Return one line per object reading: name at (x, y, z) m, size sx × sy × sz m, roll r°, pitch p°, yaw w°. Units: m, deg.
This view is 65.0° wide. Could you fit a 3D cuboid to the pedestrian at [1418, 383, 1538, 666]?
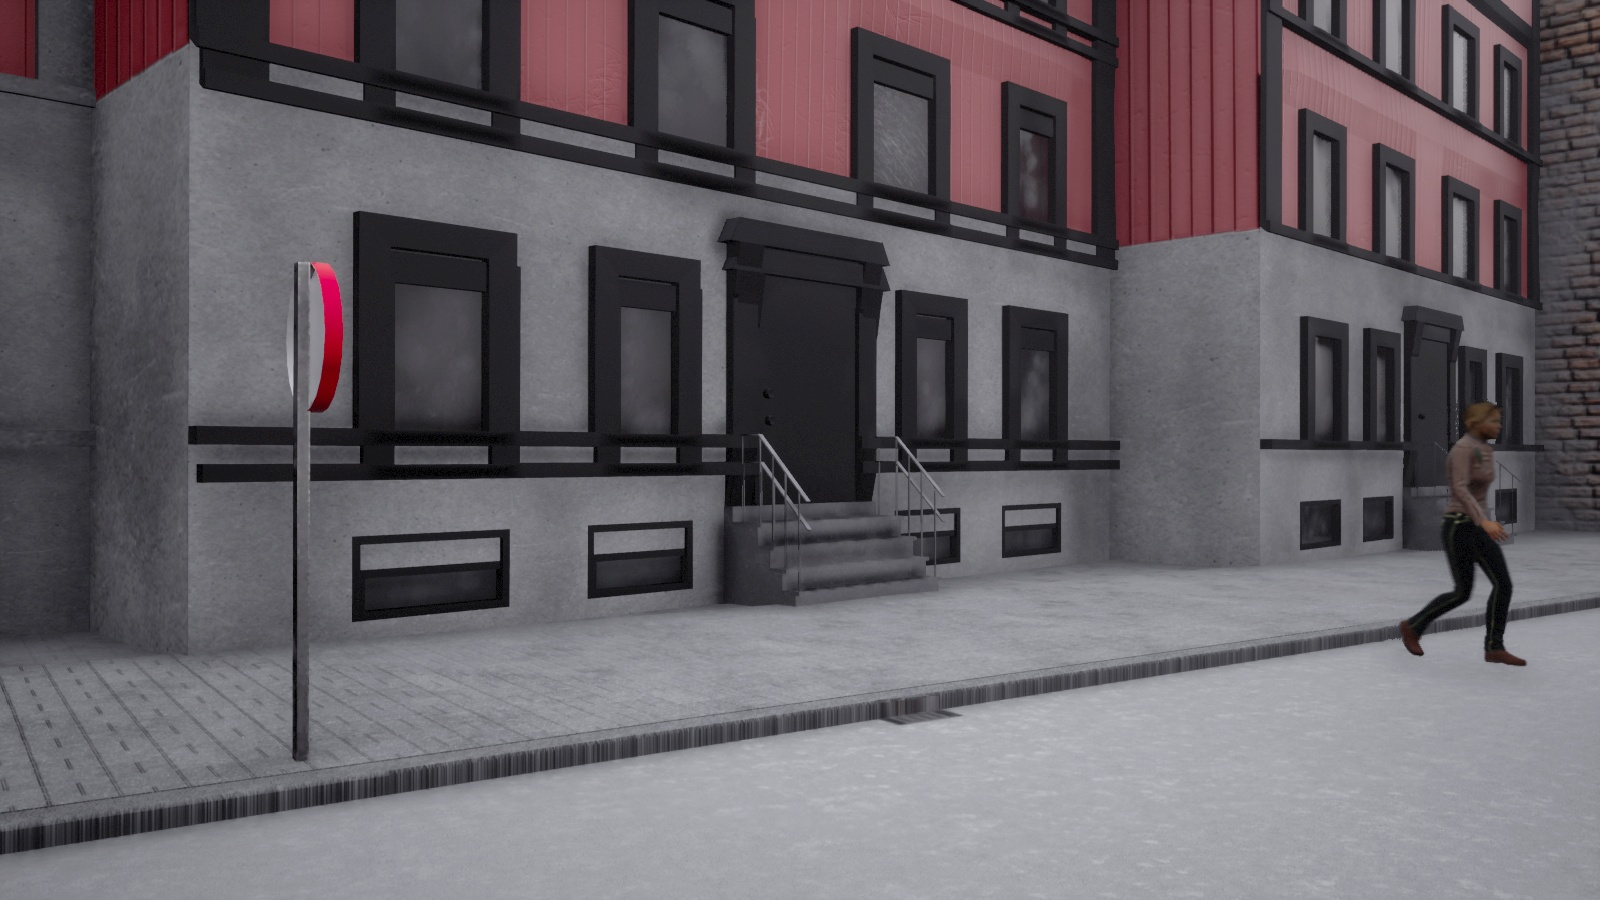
pedestrian at (4.593, 0.485, 8.522) m, size 0.331 × 1.846 × 0.634 m, roll 0°, pitch 0°, yaw -37°
